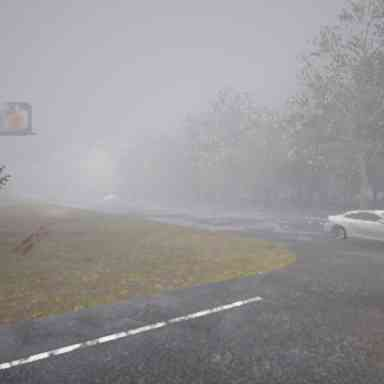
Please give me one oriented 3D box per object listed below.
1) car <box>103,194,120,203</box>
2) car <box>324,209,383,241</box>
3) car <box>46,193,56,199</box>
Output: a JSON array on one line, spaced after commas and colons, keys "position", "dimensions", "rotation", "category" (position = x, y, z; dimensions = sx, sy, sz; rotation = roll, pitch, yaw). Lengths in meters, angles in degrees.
[{"position": [-14.638, 1.172, 60.271], "dimensions": [1.812, 1.442, 4.674], "rotation": [0, 0, -34], "category": "car"}, {"position": [8.094, 1.505, 14.475], "dimensions": [1.812, 1.442, 4.674], "rotation": [0, 1, -35], "category": "car"}, {"position": [-35.849, 0.968, 84.427], "dimensions": [2.033, 1.411, 5.357], "rotation": [0, 0, -28], "category": "car"}]
